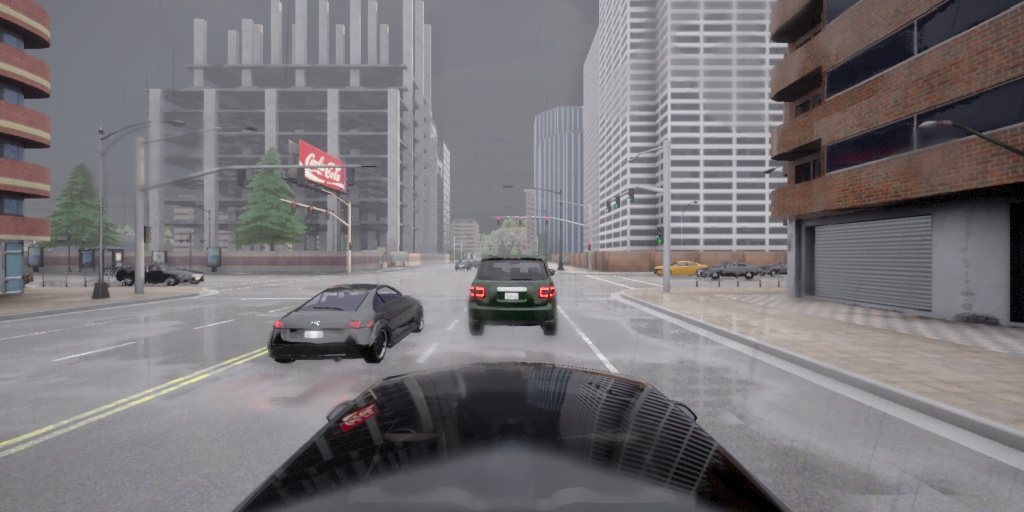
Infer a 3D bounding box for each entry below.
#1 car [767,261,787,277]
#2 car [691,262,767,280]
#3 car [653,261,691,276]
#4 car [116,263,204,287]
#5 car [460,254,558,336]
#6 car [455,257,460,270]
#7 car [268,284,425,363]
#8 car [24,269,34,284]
[{"bbox_3d":[26.230,1.241,34.736,4.902,1.511,2.128,0,0,0],"label":"car"},{"bbox_3d":[18.772,1.241,31.245,4.902,1.511,2.128,0,0,0],"label":"car"},{"bbox_3d":[16.294,1.228,34.746,5.008,1.535,1.882,0,0,0],"label":"car"},{"bbox_3d":[-23.433,1.243,23.996,4.902,1.511,2.128,0,0,1],"label":"car"},{"bbox_3d":[0.099,0.971,10.537,2.150,2.045,5.566,0,0,2],"label":"car"},{"bbox_3d":[-6.838,1.241,50.685,2.128,1.511,4.902,0,0,0],"label":"car"},{"bbox_3d":[-3.377,1.314,8.149,1.994,1.385,4.181,0,0,0],"label":"car"},{"bbox_3d":[-35.357,1.101,24.049,4.553,1.767,2.097,0,0,0],"label":"car"}]
